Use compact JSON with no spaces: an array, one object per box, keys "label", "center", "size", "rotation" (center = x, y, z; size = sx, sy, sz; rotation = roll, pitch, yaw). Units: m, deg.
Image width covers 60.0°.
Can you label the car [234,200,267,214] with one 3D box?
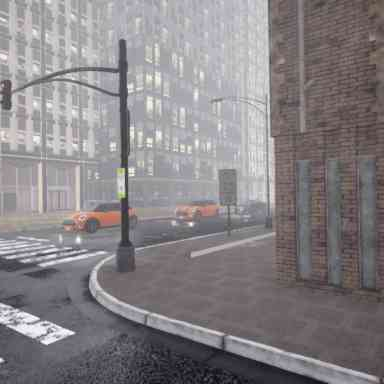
[{"label":"car","center":[6.547,1.595,36.476],"size":[2.128,1.511,4.902],"rotation":[-1,-1,36]}]

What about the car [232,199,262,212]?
[{"label":"car","center":[6.896,1.689,41.406],"size":[1.752,1.417,4.829],"rotation":[-2,-1,36]}]

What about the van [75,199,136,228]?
[{"label":"van","center":[-5.989,1.460,23.534],"size":[1.690,1.788,3.998],"rotation":[-2,-1,36]}]

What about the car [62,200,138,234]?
[{"label":"car","center":[-5.426,1.416,19.935],"size":[2.097,1.767,4.553],"rotation":[-1,-1,37]}]

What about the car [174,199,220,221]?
[{"label":"car","center":[0.484,1.435,28.080],"size":[2.097,1.767,4.553],"rotation":[-1,-1,36]}]
